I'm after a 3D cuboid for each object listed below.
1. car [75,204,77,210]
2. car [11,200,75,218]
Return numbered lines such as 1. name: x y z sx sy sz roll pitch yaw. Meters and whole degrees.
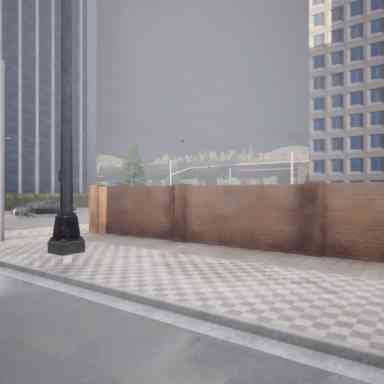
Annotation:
1. car: -14.629 1.547 34.440 2.033 1.411 5.357 0 0 35
2. car: -13.534 1.491 29.899 2.128 1.511 4.902 0 0 35
